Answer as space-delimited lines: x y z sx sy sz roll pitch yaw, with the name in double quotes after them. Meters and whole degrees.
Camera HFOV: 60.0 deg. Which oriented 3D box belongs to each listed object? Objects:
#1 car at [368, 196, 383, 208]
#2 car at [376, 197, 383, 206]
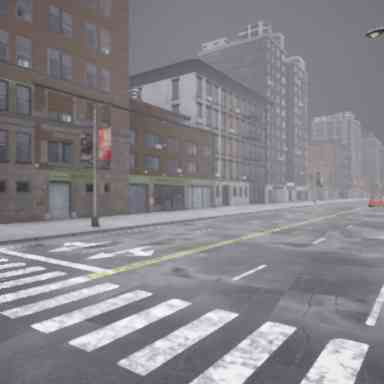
26.466 1.309 47.200 2.097 1.767 4.553 0 0 35 "car"
32.084 1.521 55.201 2.033 1.411 5.357 0 0 37 "car"
